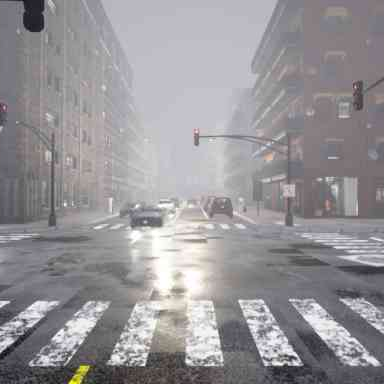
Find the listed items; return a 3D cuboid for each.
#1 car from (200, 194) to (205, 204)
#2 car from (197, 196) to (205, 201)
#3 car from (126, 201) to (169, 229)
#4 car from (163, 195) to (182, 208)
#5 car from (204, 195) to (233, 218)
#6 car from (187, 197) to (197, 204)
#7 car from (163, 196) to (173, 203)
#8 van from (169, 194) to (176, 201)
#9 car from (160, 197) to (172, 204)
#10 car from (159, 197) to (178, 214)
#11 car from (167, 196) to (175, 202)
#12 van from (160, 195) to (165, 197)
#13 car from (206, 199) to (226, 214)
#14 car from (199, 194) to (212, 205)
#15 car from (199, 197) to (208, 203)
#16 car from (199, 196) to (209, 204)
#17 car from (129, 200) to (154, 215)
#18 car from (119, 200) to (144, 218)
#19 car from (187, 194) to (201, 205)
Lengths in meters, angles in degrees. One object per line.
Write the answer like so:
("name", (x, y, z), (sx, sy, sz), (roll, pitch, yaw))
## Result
("car", (2.542, 1.337, 41.315), (2.192, 1.841, 5.009), (1, 0, 0))
("car", (2.484, 1.816, 91.364), (1.947, 1.339, 4.313), (1, 0, 0))
("car", (-2.870, 1.613, 22.323), (1.994, 1.385, 4.181), (0, 1, 0))
("car", (-2.828, 1.562, 48.568), (1.812, 1.442, 4.674), (0, 0, 0))
("car", (2.555, 1.327, 30.190), (2.192, 1.841, 5.009), (1, 0, 0))
("car", (-0.008, 1.687, 70.385), (1.994, 1.385, 4.181), (0, 0, 0))
("car", (-5.378, 1.673, 74.461), (1.752, 1.417, 4.829), (1, 0, 0))
("van", (-5.393, 1.591, 91.325), (1.690, 1.788, 3.998), (1, 0, 0))
("car", (-5.373, 1.669, 69.069), (2.008, 1.369, 4.403), (1, 0, 0))
("car", (-2.874, 1.541, 35.805), (1.812, 1.442, 4.674), (0, 0, 1))
("car", (-5.390, 1.767, 85.759), (2.008, 1.369, 4.403), (1, 0, 0))
("van", (-5.362, 1.430, 63.505), (1.690, 1.788, 3.998), (1, 0, 0))
("car", (2.545, 1.541, 35.919), (1.752, 1.417, 4.829), (1, 0, 0))
("car", (2.517, 1.404, 63.549), (2.192, 1.841, 5.009), (1, 0, 0))
("car", (2.501, 1.731, 74.672), (1.802, 1.307, 4.206), (1, 0, 0))
("car", (2.509, 1.558, 69.112), (1.967, 1.590, 4.097), (1, 0, 0))
("car", (-5.335, 1.582, 35.697), (1.947, 1.339, 4.313), (1, 0, 0))
("car", (-5.329, 1.578, 30.136), (1.947, 1.339, 4.313), (1, 0, 0))
("car", (0.039, 1.567, 60.150), (2.128, 1.511, 4.902), (0, 0, 0))
